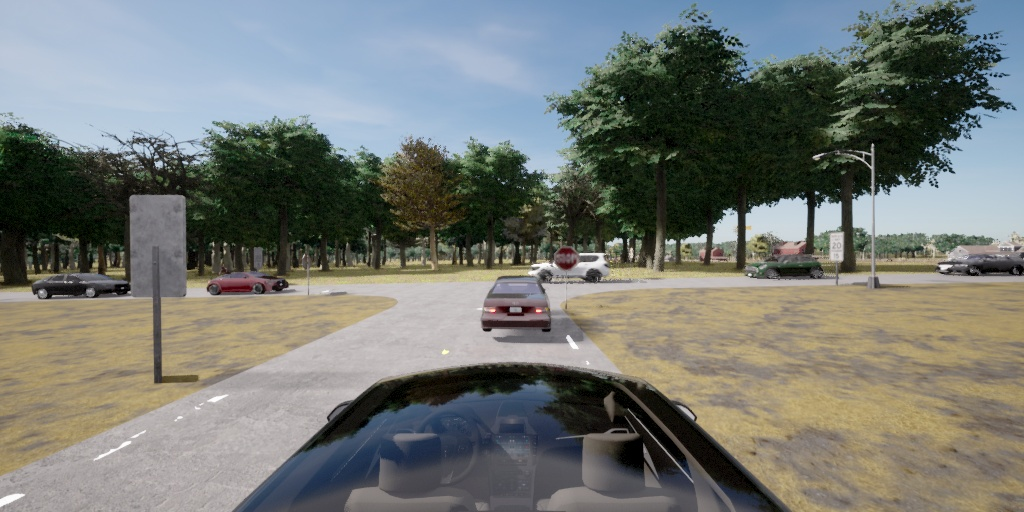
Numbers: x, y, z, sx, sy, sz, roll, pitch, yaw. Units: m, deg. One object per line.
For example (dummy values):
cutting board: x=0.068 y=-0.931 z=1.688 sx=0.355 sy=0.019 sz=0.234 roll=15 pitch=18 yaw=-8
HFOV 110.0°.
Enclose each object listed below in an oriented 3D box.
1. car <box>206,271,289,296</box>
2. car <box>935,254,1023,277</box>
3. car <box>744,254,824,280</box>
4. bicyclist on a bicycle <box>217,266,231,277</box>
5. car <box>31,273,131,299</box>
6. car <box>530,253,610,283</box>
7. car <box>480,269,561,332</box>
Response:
car: x=-16.313 y=1.629 z=22.229 sx=4.181 sy=1.385 sz=1.994 roll=-1 pitch=1 yaw=0
car: x=32.729 y=0.604 z=25.098 sx=4.902 sy=1.511 sz=2.128 roll=-1 pitch=1 yaw=0
car: x=18.905 y=0.693 z=25.119 sx=4.553 sy=1.767 sz=2.097 roll=-1 pitch=1 yaw=0
bicyclist on a bicycle: x=-22.625 y=1.600 z=28.221 sx=0.582 sy=1.620 sz=1.656 roll=-1 pitch=0 yaw=0
car: x=-26.593 y=1.806 z=22.257 sx=4.892 sy=1.490 sz=1.837 roll=-1 pitch=1 yaw=0
car: x=3.969 y=0.837 z=25.151 sx=5.566 sy=2.045 sz=2.150 roll=-1 pitch=1 yaw=0
car: x=0.172 y=1.294 z=10.829 sx=2.033 sy=1.411 sz=5.357 roll=0 pitch=0 yaw=2
